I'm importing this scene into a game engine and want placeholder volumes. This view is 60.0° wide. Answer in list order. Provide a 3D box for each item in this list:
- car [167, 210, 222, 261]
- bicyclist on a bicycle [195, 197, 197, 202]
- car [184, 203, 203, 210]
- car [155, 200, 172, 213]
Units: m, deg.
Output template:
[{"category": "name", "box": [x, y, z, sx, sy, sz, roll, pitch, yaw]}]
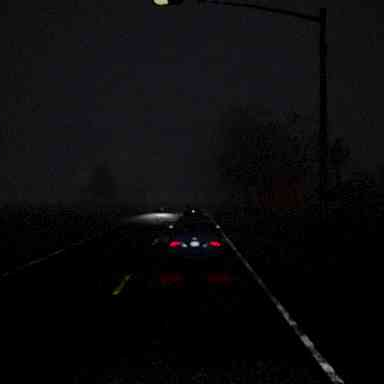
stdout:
[{"category": "car", "box": [0.098, 1.642, 12.581, 2.033, 1.411, 5.357, 0, 0, 0]}, {"category": "bicyclist on a bicycle", "box": [1.054, 2.062, 86.859, 0.582, 1.620, 1.656, 0, -1, 0]}, {"category": "car", "box": [0.129, 1.808, 33.360, 1.994, 1.385, 4.181, 0, 0, 0]}, {"category": "car", "box": [-3.549, 1.795, 41.670, 2.128, 1.511, 4.902, 0, 0, 0]}]
